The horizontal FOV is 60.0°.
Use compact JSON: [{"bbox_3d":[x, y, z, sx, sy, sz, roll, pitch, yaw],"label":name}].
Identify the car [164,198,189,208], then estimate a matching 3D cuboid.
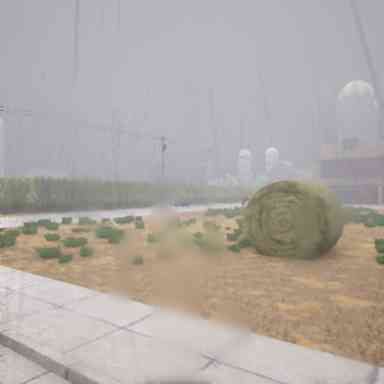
[{"bbox_3d":[-2.225,1.566,48.999,1.994,1.385,4.181,0,0,33],"label":"car"}]
